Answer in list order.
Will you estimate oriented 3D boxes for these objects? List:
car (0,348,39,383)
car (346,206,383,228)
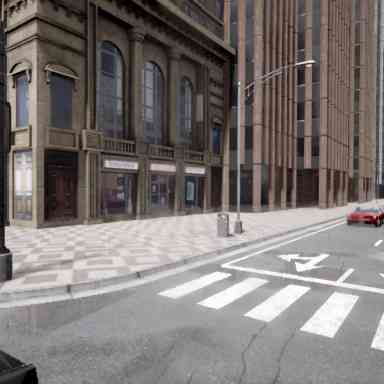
[{"bbox_3d":[-3.305,1.580,1.310,1.895,1.301,4.718,1,0,35],"label":"car"},{"bbox_3d":[11.890,1.616,22.635,1.895,1.301,4.718,1,0,35],"label":"car"}]
